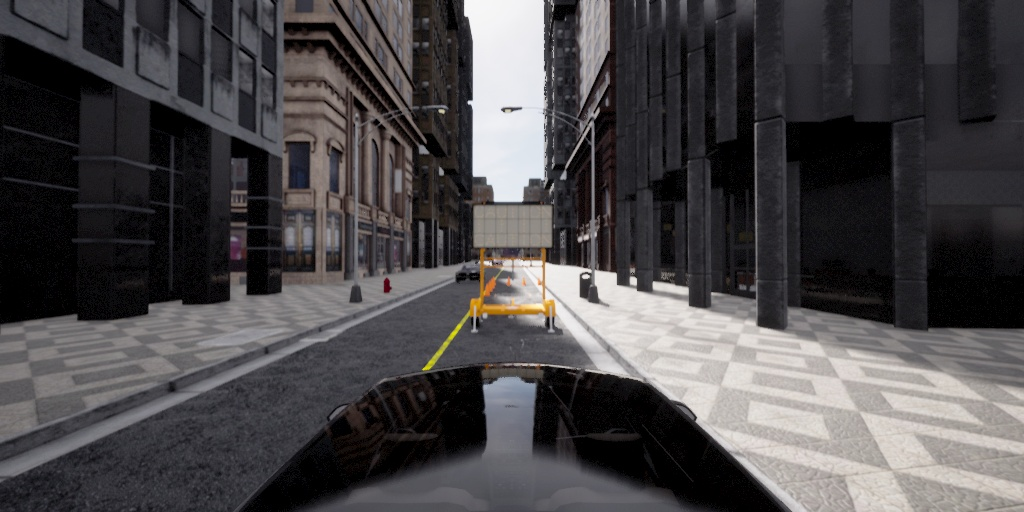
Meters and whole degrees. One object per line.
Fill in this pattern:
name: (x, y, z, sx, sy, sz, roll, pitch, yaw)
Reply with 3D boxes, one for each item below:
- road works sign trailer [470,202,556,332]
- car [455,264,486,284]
road works sign trailer: (0.027, 0.189, 10.724, 2.380, 3.560, 2.880, 0, 0, 0)
car: (-3.024, 1.287, 26.768, 1.895, 1.301, 4.718, 0, 0, 0)
